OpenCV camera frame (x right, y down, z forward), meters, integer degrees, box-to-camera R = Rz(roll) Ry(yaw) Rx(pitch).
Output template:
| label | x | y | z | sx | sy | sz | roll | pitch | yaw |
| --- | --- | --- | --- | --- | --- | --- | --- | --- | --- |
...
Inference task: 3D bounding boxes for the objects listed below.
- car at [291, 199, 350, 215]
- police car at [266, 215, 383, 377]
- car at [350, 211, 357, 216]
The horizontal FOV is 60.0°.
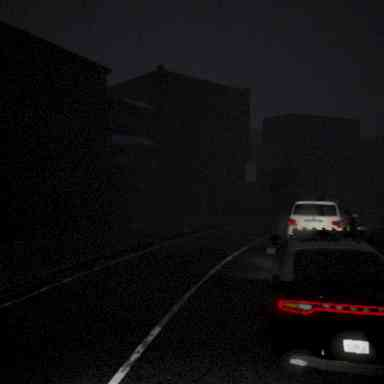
| label | x | y | z | sx | sy | sz | roll | pitch | yaw |
| --- | --- | --- | --- | --- | --- | --- | --- | --- | --- |
| car | 5.706 | 1.338 | 14.820 | 2.150 | 2.045 | 5.566 | 0 | 0 | 26 |
| police car | 2.403 | 1.463 | 6.043 | 1.930 | 1.638 | 5.238 | -1 | -1 | 15 |
| car | 8.499 | 1.666 | 19.742 | 1.837 | 1.490 | 4.892 | 1 | 0 | 33 |
